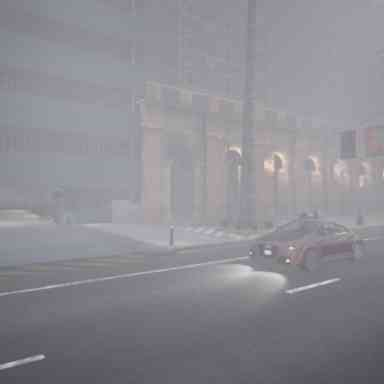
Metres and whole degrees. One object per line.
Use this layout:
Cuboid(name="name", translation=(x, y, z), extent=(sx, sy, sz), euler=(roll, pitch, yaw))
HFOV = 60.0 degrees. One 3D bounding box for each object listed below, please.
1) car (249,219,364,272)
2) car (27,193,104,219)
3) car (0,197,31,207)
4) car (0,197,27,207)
Cuboid(name="car", translation=(3.877, 1.629, 11.064), extent=(4.181, 1.385, 1.994), euler=(1, 0, -36))
Cuboid(name="car", translation=(-10.026, 1.080, 27.206), extent=(5.566, 2.045, 2.435), euler=(0, 0, -36))
Cuboid(name="car", translation=(-27.814, 1.462, 51.490), extent=(4.786, 1.482, 2.161), euler=(0, 0, -36))
Cuboid(name="car", translation=(-21.429, 1.509, 41.796), extent=(4.718, 1.301, 1.895), euler=(0, 0, -36))
